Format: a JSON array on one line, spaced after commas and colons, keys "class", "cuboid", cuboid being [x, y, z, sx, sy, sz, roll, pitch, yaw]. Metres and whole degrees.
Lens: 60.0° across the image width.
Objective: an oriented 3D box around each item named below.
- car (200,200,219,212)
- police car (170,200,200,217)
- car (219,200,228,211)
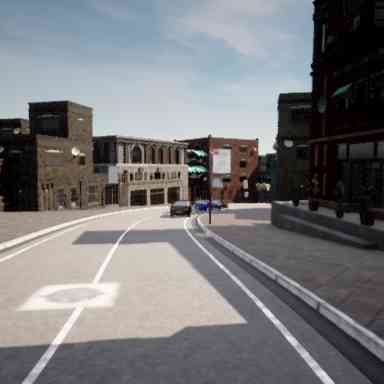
[{"class": "car", "cuboid": [1.420, 1.690, 41.141, 1.882, 1.535, 5.008, 2, 0, 19]}, {"class": "police car", "cuboid": [-0.776, 1.543, 32.047, 1.930, 1.638, 5.238, 1, 0, 8]}, {"class": "car", "cuboid": [3.595, 1.825, 46.389, 1.812, 1.442, 4.674, 2, 1, 26]}]
